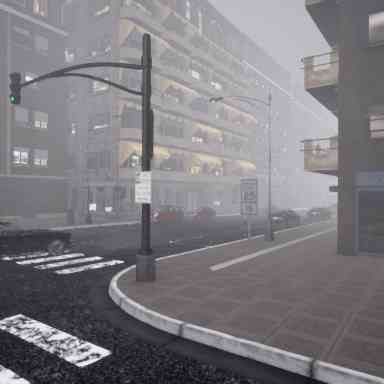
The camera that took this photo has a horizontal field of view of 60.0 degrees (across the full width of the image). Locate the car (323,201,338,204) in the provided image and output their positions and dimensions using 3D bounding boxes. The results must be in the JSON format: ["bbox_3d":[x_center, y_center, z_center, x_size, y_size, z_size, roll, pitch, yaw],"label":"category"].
[{"bbox_3d":[23.570,2.597,54.841,1.812,1.442,4.674,0,-1,35],"label":"car"}]

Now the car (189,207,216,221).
[{"bbox_3d":[0.829,2.063,32.220,1.802,1.307,4.206,-1,-1,35],"label":"car"}]

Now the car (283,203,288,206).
[{"bbox_3d":[13.682,2.404,50.722,1.752,1.417,4.829,-1,-1,35],"label":"car"}]

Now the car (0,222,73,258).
[{"bbox_3d":[-6.563,1.674,11.478,1.895,1.301,4.718,0,-2,35],"label":"car"}]

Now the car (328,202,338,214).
[{"bbox_3d":[20.704,2.458,46.257,1.752,1.417,4.829,-1,-2,35],"label":"car"}]

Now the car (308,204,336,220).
[{"bbox_3d":[14.131,2.295,36.796,1.947,1.339,4.313,-1,-2,35],"label":"car"}]

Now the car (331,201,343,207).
[{"bbox_3d":[36.416,3.022,83.502,1.967,1.590,4.097,-1,-1,35],"label":"car"}]

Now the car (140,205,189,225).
[{"bbox_3d":[-2.409,1.821,27.563,1.967,1.590,4.097,-1,-1,35],"label":"car"}]

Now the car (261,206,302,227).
[{"bbox_3d":[7.655,2.095,27.476,1.947,1.339,4.313,-1,-2,35],"label":"car"}]

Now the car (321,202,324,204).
[{"bbox_3d":[29.934,2.822,74.187,1.967,1.590,4.097,-1,-1,35],"label":"car"}]

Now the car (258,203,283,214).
[{"bbox_3d":[10.541,2.327,46.201,1.887,1.381,4.507,-1,-1,35],"label":"car"}]
